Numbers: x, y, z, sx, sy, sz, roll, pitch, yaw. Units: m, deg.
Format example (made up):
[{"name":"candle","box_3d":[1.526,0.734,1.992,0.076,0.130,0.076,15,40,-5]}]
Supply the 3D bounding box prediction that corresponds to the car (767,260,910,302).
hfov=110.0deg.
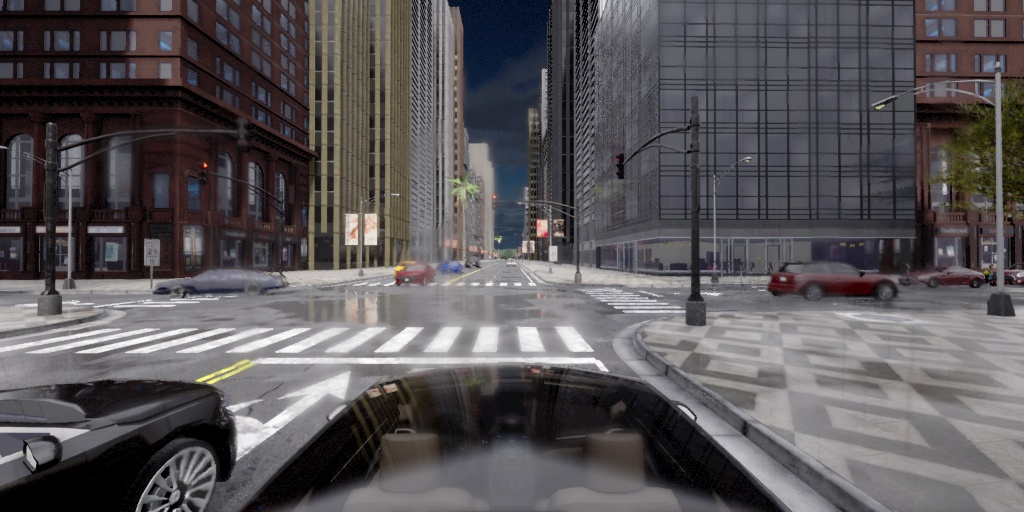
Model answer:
[{"name":"car","box_3d":[14.121,1.038,15.908,4.553,1.767,2.097,0,0,-1]}]

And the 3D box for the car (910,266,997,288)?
[{"name":"car","box_3d":[26.426,1.276,22.052,4.207,1.307,1.802,0,0,-1]}]

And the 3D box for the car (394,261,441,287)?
[{"name":"car","box_3d":[-6.643,1.269,25.213,1.882,1.535,5.008,0,0,0]}]

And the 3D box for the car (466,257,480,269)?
[{"name":"car","box_3d":[-6.675,1.142,61.287,2.150,2.045,5.566,0,-1,0]}]

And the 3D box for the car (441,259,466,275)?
[{"name":"car","box_3d":[-6.675,1.312,40.259,1.882,1.535,5.008,0,0,0]}]

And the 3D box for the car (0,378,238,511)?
[{"name":"car","box_3d":[-3.138,1.241,0.952,2.128,1.511,4.902,0,0,-1]}]

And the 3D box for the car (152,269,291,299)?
[{"name":"car","box_3d":[-14.549,1.354,18.360,5.357,1.411,2.033,-1,0,-20]}]

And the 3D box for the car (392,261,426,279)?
[{"name":"car","box_3d":[-9.908,1.295,34.848,1.882,1.535,5.008,0,0,0]}]

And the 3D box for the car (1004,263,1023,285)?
[{"name":"car","box_3d":[32.064,1.118,22.151,4.097,1.591,1.967,0,0,-1]}]
